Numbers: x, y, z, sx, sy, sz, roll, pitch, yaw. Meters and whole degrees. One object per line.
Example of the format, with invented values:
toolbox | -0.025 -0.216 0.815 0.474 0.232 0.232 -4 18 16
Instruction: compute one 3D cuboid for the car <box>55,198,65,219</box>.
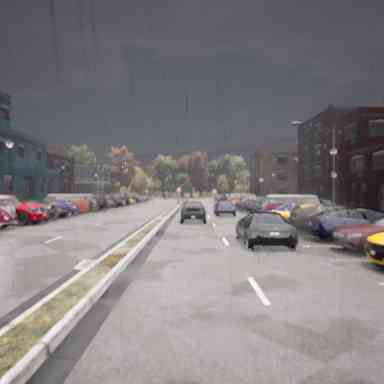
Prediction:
car | -12.552 1.428 24.834 4.892 1.521 2.231 0 0 0

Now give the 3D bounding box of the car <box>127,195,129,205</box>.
car | -12.731 1.488 49.845 5.366 1.575 1.946 0 0 0

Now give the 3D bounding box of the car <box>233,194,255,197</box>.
car | 7.597 1.335 39.810 4.553 1.767 2.185 0 0 0

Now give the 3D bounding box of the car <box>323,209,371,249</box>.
car | 7.639 1.490 12.240 4.674 1.452 2.002 0 0 0

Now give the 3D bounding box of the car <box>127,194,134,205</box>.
car | -12.574 1.252 52.626 5.566 2.045 2.435 0 0 0

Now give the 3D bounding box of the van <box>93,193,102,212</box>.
van | -12.436 1.218 35.949 4.442 1.987 1.878 0 0 0

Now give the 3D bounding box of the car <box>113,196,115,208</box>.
car | -12.547 1.500 41.507 4.674 1.452 2.002 0 0 0

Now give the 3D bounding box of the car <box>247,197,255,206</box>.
car | 7.625 1.444 28.783 4.892 1.521 2.231 0 0 0

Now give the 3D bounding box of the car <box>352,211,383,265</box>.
car | 7.642 1.455 9.482 5.008 1.535 2.097 0 0 0

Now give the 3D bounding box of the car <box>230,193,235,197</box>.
car | 7.659 1.343 42.568 4.553 1.767 2.185 0 0 0

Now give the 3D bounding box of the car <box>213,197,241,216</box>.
car | 3.091 1.514 32.157 2.033 1.411 5.357 0 0 0

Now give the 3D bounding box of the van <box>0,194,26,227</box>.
van | -12.445 1.200 19.276 4.442 1.987 1.878 0 0 0

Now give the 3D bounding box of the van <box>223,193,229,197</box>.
van | 7.508 1.270 50.840 4.442 1.987 1.878 0 0 0

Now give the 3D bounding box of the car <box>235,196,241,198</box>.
car | 7.623 1.456 37.053 4.892 1.521 2.231 0 0 0

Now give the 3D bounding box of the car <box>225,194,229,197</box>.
car | 7.632 1.486 48.081 5.008 1.535 2.097 0 0 0

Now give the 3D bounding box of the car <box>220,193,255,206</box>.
car | 7.652 1.265 56.355 5.566 2.045 2.435 0 0 0

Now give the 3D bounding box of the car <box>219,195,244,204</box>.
car | 7.590 1.419 64.630 4.553 1.767 2.185 0 0 0

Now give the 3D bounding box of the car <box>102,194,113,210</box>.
car | -12.580 1.201 38.729 5.566 2.045 2.435 0 0 0

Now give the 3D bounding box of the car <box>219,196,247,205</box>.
car | 7.629 1.539 61.867 4.892 1.521 2.231 0 0 0

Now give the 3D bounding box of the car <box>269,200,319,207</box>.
car | 7.819 1.439 20.510 5.366 1.575 1.946 0 0 0

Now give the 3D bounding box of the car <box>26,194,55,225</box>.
car | -12.532 1.174 22.053 5.566 2.045 2.435 0 0 0

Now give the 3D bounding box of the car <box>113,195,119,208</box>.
car | -12.546 1.509 44.222 4.674 1.452 2.002 0 0 0

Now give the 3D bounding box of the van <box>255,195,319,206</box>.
van | 7.515 1.216 25.902 4.442 1.987 1.878 0 0 0

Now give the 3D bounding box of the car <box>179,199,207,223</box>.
car | 0.093 1.468 25.322 1.837 1.490 4.892 0 0 0

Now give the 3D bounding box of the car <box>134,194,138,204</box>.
car | -12.536 1.528 58.057 5.008 1.535 2.097 0 0 0

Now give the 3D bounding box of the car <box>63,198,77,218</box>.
car | -12.527 1.459 27.612 4.792 1.488 2.163 0 0 0

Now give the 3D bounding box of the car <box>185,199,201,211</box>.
car | 0.088 1.588 42.163 1.895 1.301 4.718 0 0 0

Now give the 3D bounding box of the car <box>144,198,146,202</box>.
car | -12.567 1.436 69.306 4.553 1.767 2.185 0 0 0

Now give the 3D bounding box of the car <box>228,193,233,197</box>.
car | 7.658 1.351 45.325 4.553 1.767 2.185 0 0 0

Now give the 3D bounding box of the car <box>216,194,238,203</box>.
car | 7.588 1.426 72.906 4.553 1.767 2.185 0 0 0

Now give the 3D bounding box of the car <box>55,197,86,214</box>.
car | -12.553 1.473 30.267 4.674 1.452 2.002 0 0 0

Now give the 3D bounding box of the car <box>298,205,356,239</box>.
car | 7.665 1.476 14.996 4.792 1.488 2.163 0 0 0

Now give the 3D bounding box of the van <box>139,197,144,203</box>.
van | -12.421 1.334 66.398 4.442 1.987 1.878 0 0 0

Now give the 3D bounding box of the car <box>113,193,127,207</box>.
car | -12.519 1.229 46.941 5.566 2.045 2.435 0 0 0

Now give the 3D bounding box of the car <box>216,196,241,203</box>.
car | 7.625 1.552 70.143 5.008 1.535 2.097 0 0 0

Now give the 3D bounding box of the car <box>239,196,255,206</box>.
car | 7.624 1.451 34.296 4.892 1.521 2.231 0 0 0

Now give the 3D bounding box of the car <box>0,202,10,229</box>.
car | -12.377 1.423 16.497 5.366 1.575 1.946 0 0 0

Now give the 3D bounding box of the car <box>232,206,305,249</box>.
car | 3.096 1.530 14.450 1.994 1.385 4.181 0 0 0

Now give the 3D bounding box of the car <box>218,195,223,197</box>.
car | 7.439 1.503 53.596 5.366 1.575 1.946 0 0 0

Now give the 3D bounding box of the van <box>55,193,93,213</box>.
van | -12.671 1.213 33.172 4.442 1.987 1.878 0 0 0

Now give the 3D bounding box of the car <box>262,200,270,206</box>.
car | 7.630 1.481 23.268 4.674 1.452 2.002 0 0 0

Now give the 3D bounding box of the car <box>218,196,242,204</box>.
car | 7.618 1.589 67.387 4.674 1.452 2.002 0 0 0

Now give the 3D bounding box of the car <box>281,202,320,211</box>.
car | 7.628 1.444 17.754 4.892 1.521 2.231 0 0 0
